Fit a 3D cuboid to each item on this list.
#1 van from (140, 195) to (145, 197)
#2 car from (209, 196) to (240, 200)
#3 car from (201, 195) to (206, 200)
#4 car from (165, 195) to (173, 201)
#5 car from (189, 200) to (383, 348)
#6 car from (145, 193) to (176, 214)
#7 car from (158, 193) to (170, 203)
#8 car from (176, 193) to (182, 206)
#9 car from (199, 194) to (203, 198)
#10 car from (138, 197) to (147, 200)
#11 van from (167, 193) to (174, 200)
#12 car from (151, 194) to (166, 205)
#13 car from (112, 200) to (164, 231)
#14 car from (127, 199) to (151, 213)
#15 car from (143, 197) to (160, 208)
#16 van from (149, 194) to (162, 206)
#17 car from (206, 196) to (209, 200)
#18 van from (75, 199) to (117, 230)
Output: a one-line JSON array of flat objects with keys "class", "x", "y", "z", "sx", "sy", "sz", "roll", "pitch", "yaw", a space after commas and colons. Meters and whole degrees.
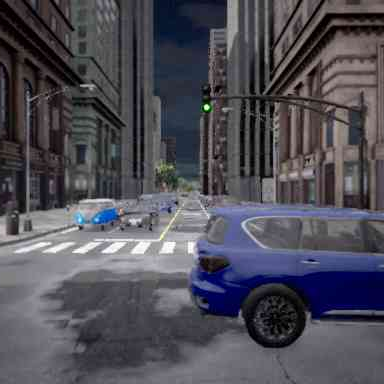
[{"class": "van", "x": -5.779, "y": 1.282, "z": 42.164, "sx": 1.690, "sy": 1.788, "sz": 3.998, "roll": 0, "pitch": 0, "yaw": 0}, {"class": "car", "x": 2.753, "y": 1.262, "z": 25.852, "sx": 2.192, "sy": 1.841, "sz": 5.009, "roll": 0, "pitch": 0, "yaw": 0}, {"class": "car", "x": 2.744, "y": 1.473, "z": 47.615, "sx": 2.008, "sy": 1.369, "sz": 4.403, "roll": 0, "pitch": 0, "yaw": 0}, {"class": "car", "x": -5.797, "y": 1.499, "z": 85.692, "sx": 1.802, "sy": 1.307, "sz": 4.206, "roll": 0, "pitch": 0, "yaw": 0}, {"class": "car", "x": 2.743, "y": 1.283, "z": 5.866, "sx": 5.566, "sy": 2.045, "sz": 2.150, "roll": 1, "pitch": 0, "yaw": 0}, {"class": "car", "x": -3.108, "y": 1.162, "z": 34.357, "sx": 2.150, "sy": 2.045, "sz": 5.566, "roll": 0, "pitch": 1, "yaw": 0}, {"class": "car", "x": -5.790, "y": 1.227, "z": 69.370, "sx": 2.192, "sy": 1.841, "sz": 5.009, "roll": 0, "pitch": 0, "yaw": 0}, {"class": "car", "x": -3.040, "y": 1.402, "z": 53.673, "sx": 1.882, "sy": 1.535, "sz": 5.008, "roll": 0, "pitch": 0, "yaw": 0}, {"class": "car", "x": 2.740, "y": 1.350, "z": 58.497, "sx": 1.967, "sy": 1.590, "sz": 4.097, "roll": 0, "pitch": 0, "yaw": 0}, {"class": "car", "x": -5.775, "y": 1.497, "z": 31.281, "sx": 1.887, "sy": 1.381, "sz": 4.507, "roll": 0, "pitch": 0, "yaw": 0}, {"class": "van", "x": -5.800, "y": 1.263, "z": 91.134, "sx": 1.690, "sy": 1.788, "sz": 3.998, "roll": 0, "pitch": 0, "yaw": 0}, {"class": "car", "x": -5.785, "y": 1.238, "z": 58.488, "sx": 2.192, "sy": 1.841, "sz": 5.009, "roll": 0, "pitch": 0, "yaw": 0}, {"class": "car", "x": -3.108, "y": 1.456, "z": 20.275, "sx": 2.128, "sy": 1.511, "sz": 4.902, "roll": 0, "pitch": 0, "yaw": 0}, {"class": "car", "x": -5.777, "y": 1.512, "z": 36.722, "sx": 1.947, "sy": 1.339, "sz": 4.313, "roll": 0, "pitch": 0, "yaw": 0}, {"class": "car", "x": -5.781, "y": 1.480, "z": 47.605, "sx": 1.887, "sy": 1.381, "sz": 4.507, "roll": 0, "pitch": 0, "yaw": 0}, {"class": "van", "x": -5.783, "y": 1.270, "z": 53.046, "sx": 1.690, "sy": 1.788, "sz": 3.998, "roll": 0, "pitch": 0, "yaw": 0}, {"class": "car", "x": 2.750, "y": 1.255, "z": 31.293, "sx": 2.192, "sy": 1.841, "sz": 5.009, "roll": 0, "pitch": 0, "yaw": 0}, {"class": "van", "x": -5.770, "y": 1.309, "z": 20.399, "sx": 1.690, "sy": 1.788, "sz": 3.998, "roll": 0, "pitch": 0, "yaw": 0}]
